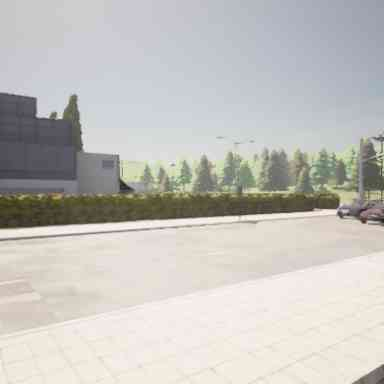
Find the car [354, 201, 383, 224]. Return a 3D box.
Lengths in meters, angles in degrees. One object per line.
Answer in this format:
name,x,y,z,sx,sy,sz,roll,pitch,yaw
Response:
car,13.887,1.529,23.790,4.674,1.442,1.812,0,0,-35

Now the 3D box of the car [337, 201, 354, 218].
car,14.357,1.497,28.413,4.902,1.511,2.128,0,0,-35
